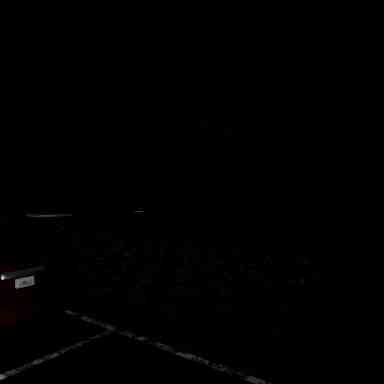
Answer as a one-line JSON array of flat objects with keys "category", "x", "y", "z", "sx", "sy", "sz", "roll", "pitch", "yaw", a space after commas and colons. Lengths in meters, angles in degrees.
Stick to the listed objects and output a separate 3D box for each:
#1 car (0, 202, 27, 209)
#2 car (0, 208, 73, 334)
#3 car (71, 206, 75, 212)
[{"category": "car", "x": -17.736, "y": 1.651, "z": 30.577, "sx": 2.128, "sy": 1.511, "sz": 4.902, "roll": -1, "pitch": -1, "yaw": 37}, {"category": "car", "x": -4.212, "y": 1.316, "z": 5.967, "sx": 5.009, "sy": 1.841, "sz": 2.192, "roll": 0, "pitch": -1, "yaw": 36}, {"category": "car", "x": -11.581, "y": 1.846, "z": 38.851, "sx": 1.895, "sy": 1.301, "sz": 4.718, "roll": -1, "pitch": -1, "yaw": 37}]
